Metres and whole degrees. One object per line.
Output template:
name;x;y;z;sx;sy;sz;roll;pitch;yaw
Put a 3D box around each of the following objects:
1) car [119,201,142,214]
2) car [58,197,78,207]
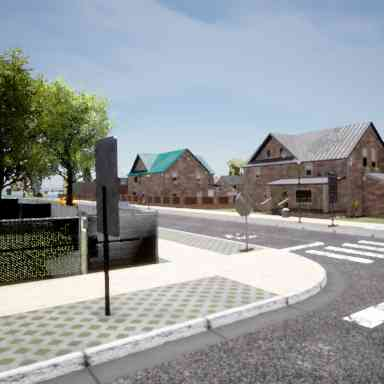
car;-6.282;1.566;29.908;2.033;1.411;5.357;-2;1;-34
car;-17.471;1.477;46.860;1.882;1.535;5.008;-2;1;-33
